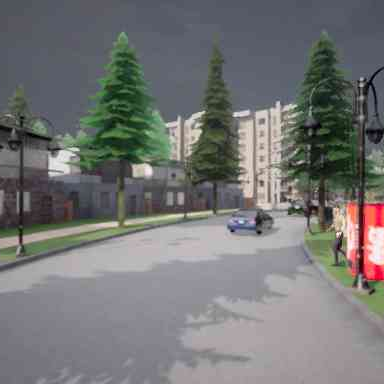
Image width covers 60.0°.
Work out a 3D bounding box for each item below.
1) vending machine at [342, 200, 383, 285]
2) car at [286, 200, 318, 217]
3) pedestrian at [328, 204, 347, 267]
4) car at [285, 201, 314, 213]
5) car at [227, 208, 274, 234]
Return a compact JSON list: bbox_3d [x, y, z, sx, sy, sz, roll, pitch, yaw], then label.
[{"bbox_3d":[4.675,1.275,8.787,1.100,2.100,0.880,0,0,10],"label":"vending machine"},{"bbox_3d":[11.998,1.626,35.398,2.097,1.767,4.553,0,0,39],"label":"car"},{"bbox_3d":[4.240,1.222,9.620,0.375,1.860,0.375,0,0,11],"label":"pedestrian"},{"bbox_3d":[13.989,1.875,43.247,1.812,1.442,4.674,0,0,43],"label":"car"},{"bbox_3d":[3.662,1.682,20.249,2.033,1.411,5.357,0,0,23],"label":"car"}]
